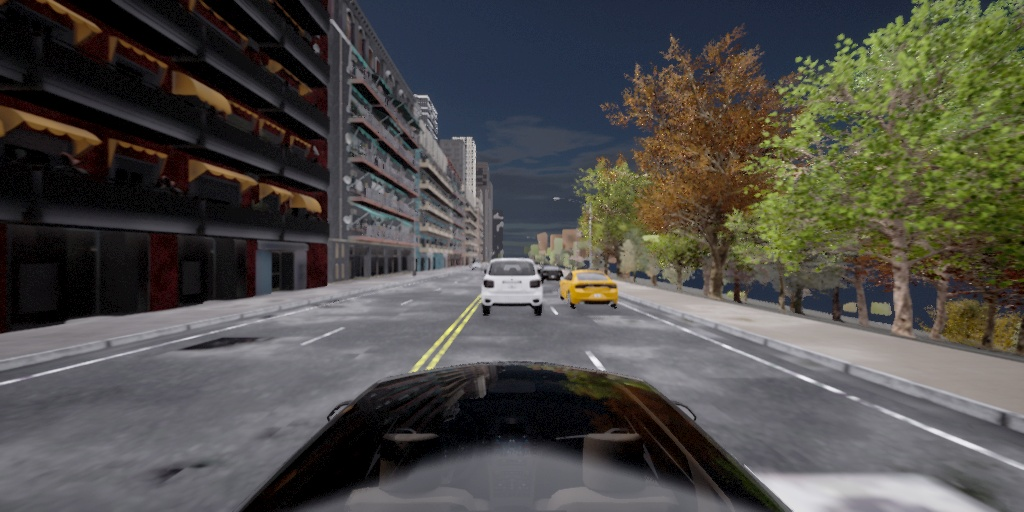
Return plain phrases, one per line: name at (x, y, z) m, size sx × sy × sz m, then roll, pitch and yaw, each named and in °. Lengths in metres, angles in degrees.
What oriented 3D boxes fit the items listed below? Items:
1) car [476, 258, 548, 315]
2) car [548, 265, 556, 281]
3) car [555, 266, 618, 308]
car at (0.014, 1.099, 14.437) m, size 2.150 × 2.045 × 5.566 m, roll 0°, pitch 0°, yaw 0°
car at (3.284, 1.516, 31.112) m, size 1.882 × 1.535 × 5.008 m, roll 0°, pitch 0°, yaw 1°
car at (3.283, 1.368, 16.101) m, size 1.882 × 1.535 × 5.008 m, roll 0°, pitch 0°, yaw 1°
